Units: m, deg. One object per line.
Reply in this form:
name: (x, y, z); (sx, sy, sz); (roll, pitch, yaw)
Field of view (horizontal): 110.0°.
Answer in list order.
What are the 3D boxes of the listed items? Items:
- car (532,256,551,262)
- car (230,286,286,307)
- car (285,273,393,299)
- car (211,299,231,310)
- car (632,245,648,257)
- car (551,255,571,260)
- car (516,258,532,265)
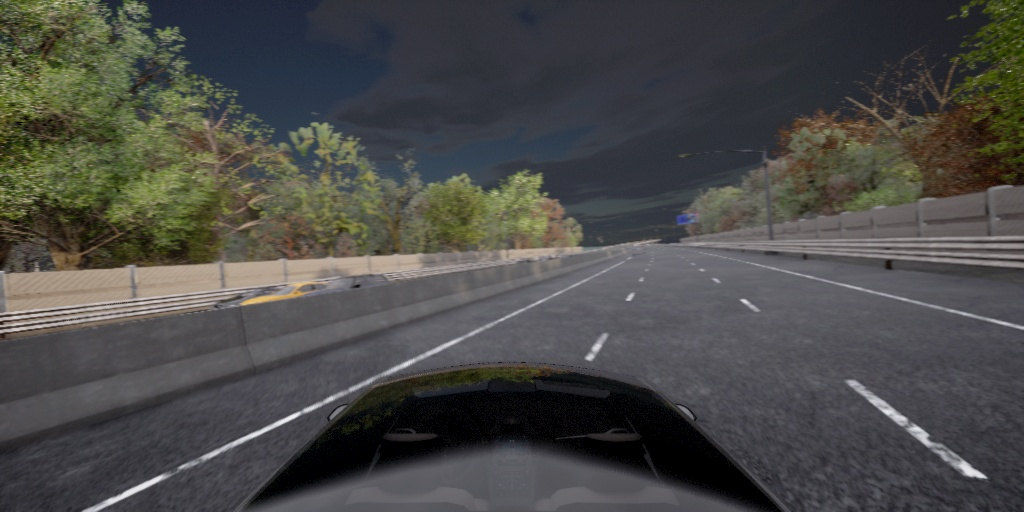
car: (5.371, 0.724, 56.941); (2.128, 1.511, 4.902); (-5, 0, 23)
car: (-10.822, 2.112, 18.233); (1.882, 1.535, 5.008); (-5, 0, 24)
car: (-7.610, 1.719, 16.890); (2.097, 1.767, 4.553); (-5, 0, 23)
car: (-13.934, 2.457, 19.807); (1.994, 1.385, 4.181); (-5, 0, 23)
car: (18.338, -0.694, 51.751); (2.033, 1.411, 5.357); (-5, 0, 22)
car: (8.079, 0.557, 54.311); (2.033, 1.411, 5.357); (-5, 0, 23)
car: (2.115, 1.066, 58.183); (1.994, 1.385, 4.181); (-5, 0, 23)
